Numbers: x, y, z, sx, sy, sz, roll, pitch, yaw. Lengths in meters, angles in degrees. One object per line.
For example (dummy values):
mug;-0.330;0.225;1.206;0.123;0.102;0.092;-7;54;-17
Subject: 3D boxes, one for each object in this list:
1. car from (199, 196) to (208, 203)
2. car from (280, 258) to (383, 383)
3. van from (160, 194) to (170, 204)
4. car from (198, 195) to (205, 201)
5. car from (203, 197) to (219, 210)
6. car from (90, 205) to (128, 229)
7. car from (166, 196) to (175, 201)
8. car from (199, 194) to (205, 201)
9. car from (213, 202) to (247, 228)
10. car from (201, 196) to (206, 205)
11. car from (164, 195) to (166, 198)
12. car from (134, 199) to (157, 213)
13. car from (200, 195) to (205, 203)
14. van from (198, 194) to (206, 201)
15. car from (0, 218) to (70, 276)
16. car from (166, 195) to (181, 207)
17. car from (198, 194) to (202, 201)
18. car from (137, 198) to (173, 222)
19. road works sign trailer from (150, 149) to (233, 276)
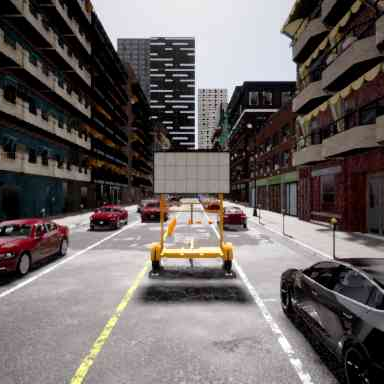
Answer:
car;2.539;1.656;72.973;1.802;1.307;4.206;0;0;0
car;2.570;1.567;4.699;1.947;1.339;4.313;1;0;0
van;-5.336;1.404;67.270;1.690;1.788;3.998;1;0;0
car;2.532;1.638;90.213;1.752;1.417;4.829;0;0;0
car;2.555;1.607;38.836;1.802;1.307;4.206;1;0;0
car;-5.317;1.554;21.752;1.887;1.381;4.507;1;0;0
car;-5.346;1.643;84.340;1.887;1.381;4.507;0;0;0
car;2.547;1.570;56.075;1.752;1.417;4.829;0;0;0
car;2.562;1.591;21.767;1.802;1.307;4.206;1;0;0
car;2.553;1.576;44.527;1.887;1.381;4.507;1;0;0
car;-5.336;1.598;61.581;1.887;1.381;4.507;1;0;0
car;-5.325;1.576;38.822;2.008;1.369;4.403;1;0;0
car;2.550;1.582;50.216;1.887;1.381;4.507;1;0;0
van;2.536;1.440;84.353;1.690;1.788;3.998;0;0;0
car;-5.312;1.548;10.373;1.887;1.381;4.507;1;0;0
car;-2.775;1.567;53.793;1.812;1.442;4.674;0;0;0
car;2.542;1.588;67.454;1.752;1.417;4.829;0;0;0
car;-2.862;1.491;26.598;1.882;1.535;5.008;0;0;0
road works sign trailer;-0.005;0.467;10.377;2.380;3.560;2.880;0;0;0
